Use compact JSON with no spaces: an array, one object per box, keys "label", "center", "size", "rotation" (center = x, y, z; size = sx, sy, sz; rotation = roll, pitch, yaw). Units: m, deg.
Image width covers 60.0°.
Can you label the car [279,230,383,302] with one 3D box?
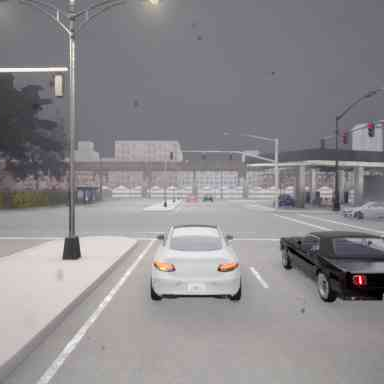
[{"label":"car","center":[3.587,1.599,8.178],"size":[1.895,1.301,4.718],"rotation":[0,0,0]}]

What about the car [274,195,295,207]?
[{"label":"car","center":[13.210,1.262,47.737],"size":[2.242,1.667,4.611],"rotation":[0,0,0]}]

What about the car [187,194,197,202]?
[{"label":"car","center":[-0.001,1.250,72.381],"size":[2.097,1.767,4.553],"rotation":[0,0,0]}]

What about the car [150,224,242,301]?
[{"label":"car","center":[0.082,1.516,8.194],"size":[1.812,1.442,4.674],"rotation":[0,0,0]}]

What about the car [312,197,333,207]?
[{"label":"car","center":[18.955,1.434,48.500],"size":[1.970,1.475,3.806],"rotation":[0,0,0]}]

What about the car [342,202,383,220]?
[{"label":"car","center":[14.885,1.523,27.553],"size":[4.674,1.442,1.812],"rotation":[0,0,-1]}]

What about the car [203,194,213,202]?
[{"label":"car","center":[3.499,1.256,72.381],"size":[2.097,1.767,4.553],"rotation":[0,0,0]}]
